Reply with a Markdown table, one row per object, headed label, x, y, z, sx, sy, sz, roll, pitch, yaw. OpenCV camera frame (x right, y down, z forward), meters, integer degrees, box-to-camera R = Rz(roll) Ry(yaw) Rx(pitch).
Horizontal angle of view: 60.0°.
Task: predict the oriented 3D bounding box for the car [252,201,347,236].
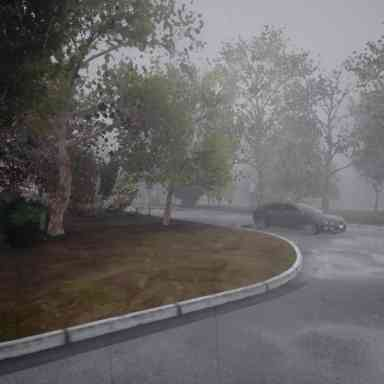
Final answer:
| label | x | y | z | sx | sy | sz | roll | pitch | yaw |
| --- | --- | --- | --- | --- | --- | --- | --- | --- | --- |
| car | 5.211 | 1.249 | 16.691 | 1.837 | 1.490 | 4.892 | 1 | 0 | -36 |

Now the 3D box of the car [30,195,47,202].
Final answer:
| label | x | y | z | sx | sy | sz | roll | pitch | yaw |
| --- | --- | --- | --- | --- | --- | --- | --- | --- | --- |
| car | -14.824 | 0.815 | 34.762 | 5.357 | 1.411 | 2.033 | 1 | -1 | -12 |
